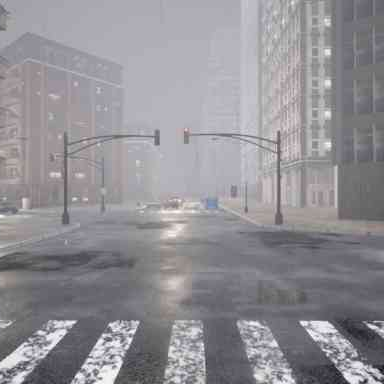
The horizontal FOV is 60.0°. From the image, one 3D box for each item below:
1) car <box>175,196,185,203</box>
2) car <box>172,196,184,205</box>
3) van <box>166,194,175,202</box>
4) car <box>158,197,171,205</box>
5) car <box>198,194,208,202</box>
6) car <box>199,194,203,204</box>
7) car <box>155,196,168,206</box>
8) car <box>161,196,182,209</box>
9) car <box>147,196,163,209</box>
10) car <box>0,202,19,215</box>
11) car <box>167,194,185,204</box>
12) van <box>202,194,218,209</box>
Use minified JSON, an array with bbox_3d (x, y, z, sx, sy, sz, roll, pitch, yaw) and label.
[{"bbox_3d":[-2.577,1.669,73.934,1.994,1.385,4.181,0,0,0],"label":"car"},{"bbox_3d":[-2.647,1.580,64.052,2.128,1.511,4.902,0,0,1],"label":"car"},{"bbox_3d":[-5.126,1.474,79.271,1.690,1.788,3.998,0,0,0],"label":"van"},{"bbox_3d":[-5.166,1.650,62.615,1.947,1.339,4.313,0,0,0],"label":"car"},{"bbox_3d":[2.765,1.467,84.807,2.192,1.841,5.009,0,0,0],"label":"car"},{"bbox_3d":[2.727,1.644,68.148,1.887,1.381,4.507,0,0,0],"label":"car"},{"bbox_3d":[-5.178,1.510,57.063,1.967,1.590,4.097,0,0,0],"label":"car"},{"bbox_3d":[-2.723,1.644,45.086,1.895,1.301,4.718,0,0,0],"label":"car"},{"bbox_3d":[-5.205,1.570,45.787,1.752,1.417,4.829,0,0,0],"label":"car"},{"bbox_3d":[-20.811,1.787,36.451,4.718,1.301,1.895,-1,-1,41],"label":"car"},{"bbox_3d":[-2.696,1.415,54.212,2.097,1.767,4.553,0,0,1],"label":"car"},{"bbox_3d":[2.677,1.386,45.939,1.690,1.788,3.998,0,0,0],"label":"van"}]
